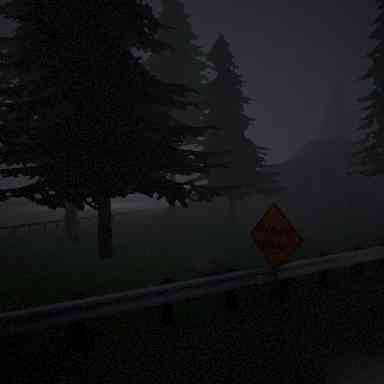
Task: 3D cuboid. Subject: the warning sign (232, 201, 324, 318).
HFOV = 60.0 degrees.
[{"bbox_3d":[1.578,1.114,6.250,1.060,1.860,1.300,0,0,-35],"label":"warning sign"}]
